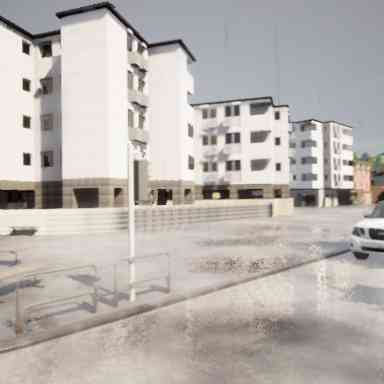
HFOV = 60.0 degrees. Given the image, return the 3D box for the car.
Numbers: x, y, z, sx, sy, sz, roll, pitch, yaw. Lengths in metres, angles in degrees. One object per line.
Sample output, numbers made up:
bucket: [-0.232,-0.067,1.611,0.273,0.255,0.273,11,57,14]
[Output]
car: [7.726,1.261,11.893,5.566,2.045,2.150,0,-1,-42]
